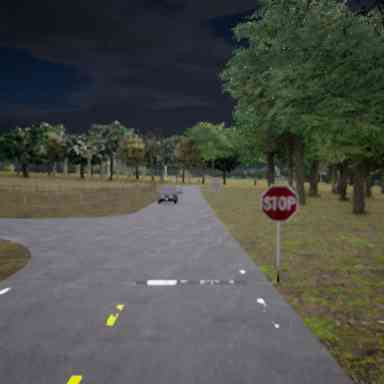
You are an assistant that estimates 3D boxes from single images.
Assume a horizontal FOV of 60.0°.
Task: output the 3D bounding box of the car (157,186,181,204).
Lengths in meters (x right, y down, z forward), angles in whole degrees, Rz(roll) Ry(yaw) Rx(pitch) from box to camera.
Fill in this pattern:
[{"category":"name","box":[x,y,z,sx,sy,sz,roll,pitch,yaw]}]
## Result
[{"category":"car","box":[-2.758,0.314,38.949,2.150,2.045,5.566,0,2,0]}]
